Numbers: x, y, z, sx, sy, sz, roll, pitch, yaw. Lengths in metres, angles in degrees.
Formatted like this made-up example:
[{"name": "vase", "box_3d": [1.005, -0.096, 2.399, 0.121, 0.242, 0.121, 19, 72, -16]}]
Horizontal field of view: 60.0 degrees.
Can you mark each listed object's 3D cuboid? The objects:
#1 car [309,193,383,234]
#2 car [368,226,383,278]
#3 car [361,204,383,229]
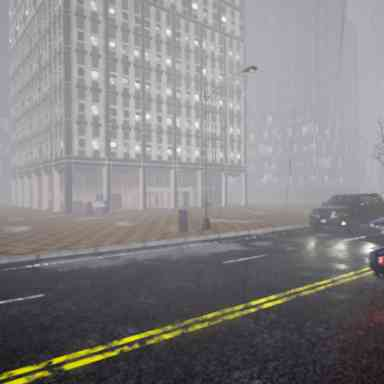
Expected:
[{"name": "car", "box_3d": [8.844, 1.099, 18.618, 5.566, 2.045, 2.150, 0, 0, -38]}, {"name": "car", "box_3d": [6.396, 1.530, 8.208, 4.718, 1.301, 1.895, -1, 0, -37]}, {"name": "car", "box_3d": [9.907, 1.407, 15.325, 4.674, 1.442, 1.812, -1, 0, -38]}]
